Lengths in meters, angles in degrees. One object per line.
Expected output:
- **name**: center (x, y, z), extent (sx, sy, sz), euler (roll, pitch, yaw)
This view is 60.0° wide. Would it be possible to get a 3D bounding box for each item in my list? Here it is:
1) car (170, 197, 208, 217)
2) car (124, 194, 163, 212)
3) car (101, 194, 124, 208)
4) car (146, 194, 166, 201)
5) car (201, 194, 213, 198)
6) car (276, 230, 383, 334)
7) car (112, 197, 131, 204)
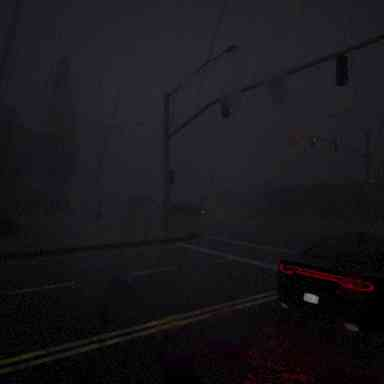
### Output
- **car**: center (-0.338, 1.568, 32.344), extent (2.128, 1.511, 4.902), euler (0, 0, -33)
- **car**: center (-6.105, 1.302, 41.300), extent (2.150, 2.045, 5.566), euler (0, 0, -33)
- **car**: center (-12.060, 1.308, 50.583), extent (2.150, 2.045, 5.566), euler (0, 0, -33)
- **car**: center (-9.238, 1.330, 85.605), extent (4.605, 1.855, 1.932), euler (0, 0, -34)
- **car**: center (3.427, 1.328, 66.986), extent (3.866, 1.878, 1.905), euler (0, 0, -34)
- **car**: center (3.805, 1.505, 6.665), extent (5.008, 1.535, 1.882), euler (0, 0, -38)
- **car**: center (-14.310, 1.665, 67.135), extent (2.033, 1.411, 5.357), euler (0, 0, -33)
